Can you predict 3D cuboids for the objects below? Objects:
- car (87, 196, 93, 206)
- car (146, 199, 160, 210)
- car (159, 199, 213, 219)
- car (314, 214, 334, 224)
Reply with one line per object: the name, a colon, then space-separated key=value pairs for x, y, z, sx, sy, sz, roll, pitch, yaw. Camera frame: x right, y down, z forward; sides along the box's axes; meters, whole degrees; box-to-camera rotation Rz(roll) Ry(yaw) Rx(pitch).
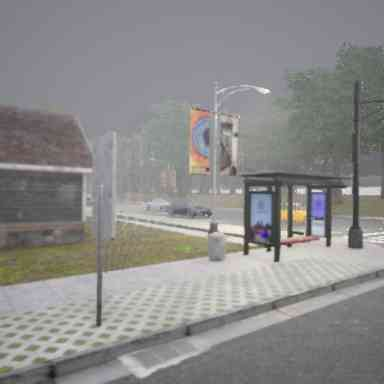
car: x=-13.703 y=1.368 z=47.663 sx=2.128 sy=1.511 sz=4.902 roll=1 pitch=0 yaw=-35
car: x=-3.753 y=1.507 z=39.189 sx=1.812 sy=1.442 sz=4.674 roll=1 pitch=-1 yaw=-35
car: x=-0.359 y=1.492 z=28.815 sx=2.033 sy=1.411 sz=5.357 roll=1 pitch=-1 yaw=-35
car: x=7.445 y=1.504 z=23.468 sx=1.882 sy=1.535 sz=5.008 roll=1 pitch=0 yaw=-35
